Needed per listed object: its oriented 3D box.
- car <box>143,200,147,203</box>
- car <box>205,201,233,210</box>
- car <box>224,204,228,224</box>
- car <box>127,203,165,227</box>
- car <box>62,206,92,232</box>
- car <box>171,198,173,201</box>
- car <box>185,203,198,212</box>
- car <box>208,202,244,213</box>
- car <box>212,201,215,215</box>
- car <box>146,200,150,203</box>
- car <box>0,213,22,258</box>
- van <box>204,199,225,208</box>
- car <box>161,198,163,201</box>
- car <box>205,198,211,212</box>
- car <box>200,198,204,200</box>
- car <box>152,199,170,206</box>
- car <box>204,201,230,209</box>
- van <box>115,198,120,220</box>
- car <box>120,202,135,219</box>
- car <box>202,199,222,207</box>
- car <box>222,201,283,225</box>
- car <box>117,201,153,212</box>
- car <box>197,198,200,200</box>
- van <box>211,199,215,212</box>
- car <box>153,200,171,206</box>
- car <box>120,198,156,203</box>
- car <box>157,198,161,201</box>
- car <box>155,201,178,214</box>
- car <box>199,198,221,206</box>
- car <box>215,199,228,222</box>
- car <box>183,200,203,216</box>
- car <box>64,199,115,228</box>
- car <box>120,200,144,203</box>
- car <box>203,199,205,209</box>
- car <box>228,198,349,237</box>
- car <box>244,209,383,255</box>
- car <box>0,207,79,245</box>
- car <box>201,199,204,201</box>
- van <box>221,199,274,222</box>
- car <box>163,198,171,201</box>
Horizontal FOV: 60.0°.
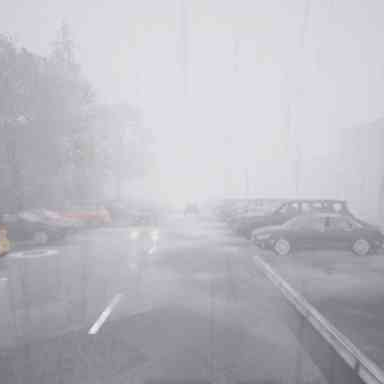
[{"bbox_3d":[-8.322,2.062,40.803,4.792,1.488,2.163,0,-1,0],"label":"car"},{"bbox_3d":[4.670,2.379,57.773,4.792,1.488,2.163,0,-1,0],"label":"car"},{"bbox_3d":[4.744,1.703,21.339,4.892,1.521,2.231,0,-1,0],"label":"car"},{"bbox_3d":[-3.343,1.790,25.235,1.837,1.490,4.892,0,-1,0],"label":"car"},{"bbox_3d":[-8.331,1.705,18.529,4.674,1.452,2.002,0,-1,0],"label":"car"},{"bbox_3d":[-8.243,2.914,85.380,5.366,1.575,1.946,0,-1,0],"label":"car"},{"bbox_3d":[-0.027,2.320,50.110,1.895,1.301,4.718,0,-1,0],"label":"car"},{"bbox_3d":[4.748,2.160,46.564,4.792,1.488,2.163,0,-1,0],"label":"car"},{"bbox_3d":[4.747,1.888,32.552,4.892,1.521,2.231,0,-1,0],"label":"car"},{"bbox_3d":[-8.385,2.110,43.588,4.792,1.488,2.163,0,-1,0],"label":"car"},{"bbox_3d":[-8.325,1.565,10.175,5.008,1.535,2.097,0,0,0],"label":"car"},{"bbox_3d":[4.792,2.410,71.792,4.442,1.987,1.878,0,-1,0],"label":"van"},{"bbox_3d":[-8.351,2.093,57.391,5.566,2.045,2.435,0,-1,0],"label":"car"},{"bbox_3d":[4.700,1.781,40.965,5.566,2.045,2.435,0,-1,0],"label":"car"},{"bbox_3d":[4.685,2.578,68.985,5.008,1.535,2.097,0,-1,0],"label":"car"},{"bbox_3d":[-8.468,2.904,90.932,4.553,1.767,2.185,0,-1,0],"label":"car"},{"bbox_3d":[4.719,2.493,63.379,4.792,1.488,2.163,0,-1,0],"label":"car"},{"bbox_3d":[-8.448,1.566,26.881,4.442,1.987,1.878,0,-1,0],"label":"van"},{"bbox_3d":[-8.336,1.928,32.448,4.674,1.452,2.002,0,-1,0],"label":"car"},{"bbox_3d":[4.697,2.625,77.395,4.553,1.767,2.185,0,-1,0],"label":"car"},{"bbox_3d":[4.779,1.665,26.947,4.553,1.767,2.185,0,-1,0],"label":"car"},{"bbox_3d":[-8.360,2.182,49.157,5.008,1.535,2.097,0,-1,0],"label":"car"},{"bbox_3d":[4.684,2.613,83.003,5.566,2.045,2.435,0,-1,0],"label":"car"},{"bbox_3d":[4.621,1.710,35.358,4.442,1.987,1.878,0,-1,0],"label":"van"},{"bbox_3d":[-8.414,3.116,93.705,4.792,1.488,2.163,0,-1,0],"label":"car"},{"bbox_3d":[-8.333,1.879,46.376,5.566,2.045,2.435,0,-1,0],"label":"car"},{"bbox_3d":[-8.346,2.039,54.730,5.566,2.045,2.435,0,-1,0],"label":"car"},{"bbox_3d":[-3.271,2.213,43.522,2.033,1.411,5.357,0,-1,0],"label":"car"},{"bbox_3d":[4.680,2.671,85.806,5.566,2.045,2.435,0,-1,0],"label":"car"},{"bbox_3d":[4.721,1.495,24.148,5.566,2.045,2.435,0,-1,0],"label":"car"},{"bbox_3d":[-0.014,2.029,39.277,1.837,1.490,4.892,0,-1,0],"label":"car"},{"bbox_3d":[-8.299,1.622,24.099,4.553,1.767,2.185,0,-1,0],"label":"car"},{"bbox_3d":[-8.156,1.933,35.234,5.366,1.575,1.946,0,-1,0],"label":"car"},{"bbox_3d":[4.714,2.236,52.172,5.008,1.535,2.097,0,-1,0],"label":"car"},{"bbox_3d":[4.722,1.375,15.739,5.566,2.045,2.435,0,-1,0],"label":"car"},{"bbox_3d":[4.756,1.594,12.935,4.892,1.521,2.231,0,-1,0],"label":"car"},{"bbox_3d":[-8.334,1.627,15.743,5.008,1.535,2.097,0,-1,0],"label":"car"},{"bbox_3d":[4.519,2.289,54.971,5.366,1.575,1.946,0,-1,0],"label":"car"},{"bbox_3d":[4.861,1.613,29.752,4.442,1.987,1.878,0,-1,0],"label":"van"},{"bbox_3d":[-8.429,2.861,82.604,4.892,1.521,2.231,0,-1,0],"label":"car"}]
